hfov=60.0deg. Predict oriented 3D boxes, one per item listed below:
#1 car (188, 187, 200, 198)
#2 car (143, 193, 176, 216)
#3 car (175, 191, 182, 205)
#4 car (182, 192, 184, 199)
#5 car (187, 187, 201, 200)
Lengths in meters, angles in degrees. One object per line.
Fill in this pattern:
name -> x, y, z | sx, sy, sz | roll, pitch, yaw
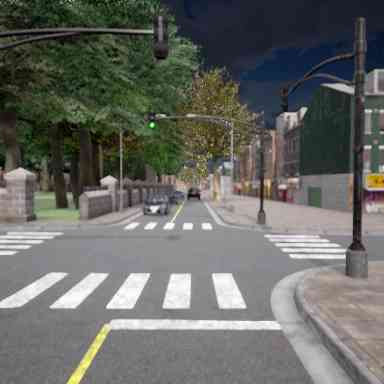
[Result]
car -> 0.367, 0.122, 65.885 | 2.150, 2.045, 5.566 | 0, 1, 0
car -> -2.694, 1.022, 26.561 | 2.128, 1.511, 4.902 | 0, 1, 1
car -> -2.618, 0.842, 40.601 | 2.033, 1.411, 5.357 | 0, 1, 0
car -> -2.413, 0.511, 60.733 | 1.812, 1.442, 4.674 | 0, 1, 0
car -> 0.309, 0.282, 55.466 | 2.150, 2.045, 5.566 | 0, 1, 0
